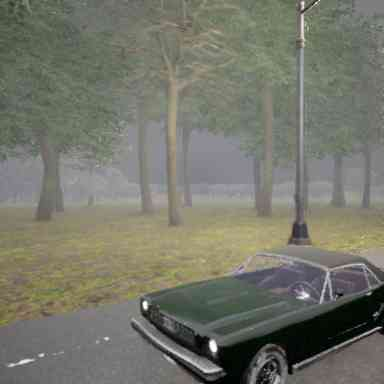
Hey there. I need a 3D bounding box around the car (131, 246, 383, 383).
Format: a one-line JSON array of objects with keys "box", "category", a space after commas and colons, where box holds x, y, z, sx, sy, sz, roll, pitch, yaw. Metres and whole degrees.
[{"box": [1.539, 1.608, 5.096, 4.718, 1.301, 1.895, 0, 0, -35], "category": "car"}]
